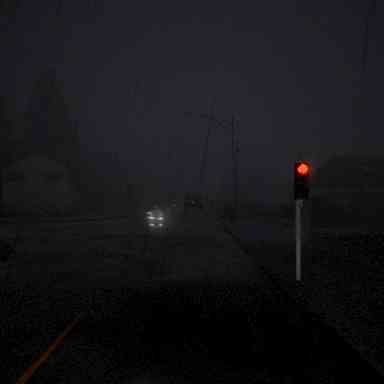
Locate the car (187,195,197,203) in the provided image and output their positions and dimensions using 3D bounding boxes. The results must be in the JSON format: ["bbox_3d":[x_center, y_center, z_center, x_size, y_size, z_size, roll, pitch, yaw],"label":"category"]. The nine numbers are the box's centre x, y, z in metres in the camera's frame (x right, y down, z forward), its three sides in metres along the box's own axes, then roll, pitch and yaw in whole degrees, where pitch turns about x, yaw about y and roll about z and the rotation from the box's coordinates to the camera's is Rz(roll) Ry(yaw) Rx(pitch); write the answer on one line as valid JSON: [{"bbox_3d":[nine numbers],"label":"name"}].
[{"bbox_3d":[0.009,1.575,76.660,2.097,1.767,4.553,0,0,0],"label":"car"}]

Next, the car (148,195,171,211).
[{"bbox_3d":[-4.096,1.491,39.977,2.128,1.511,4.902,0,0,0],"label":"car"}]

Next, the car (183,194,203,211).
[{"bbox_3d":[0.127,1.221,40.141,2.150,2.045,5.566,0,0,0],"label":"car"}]

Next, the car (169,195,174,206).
[{"bbox_3d":[-4.086,1.525,49.981,1.812,1.442,4.674,0,0,0],"label":"car"}]

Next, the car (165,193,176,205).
[{"bbox_3d":[-4.063,1.221,60.429,2.150,2.045,5.566,0,0,0],"label":"car"}]
